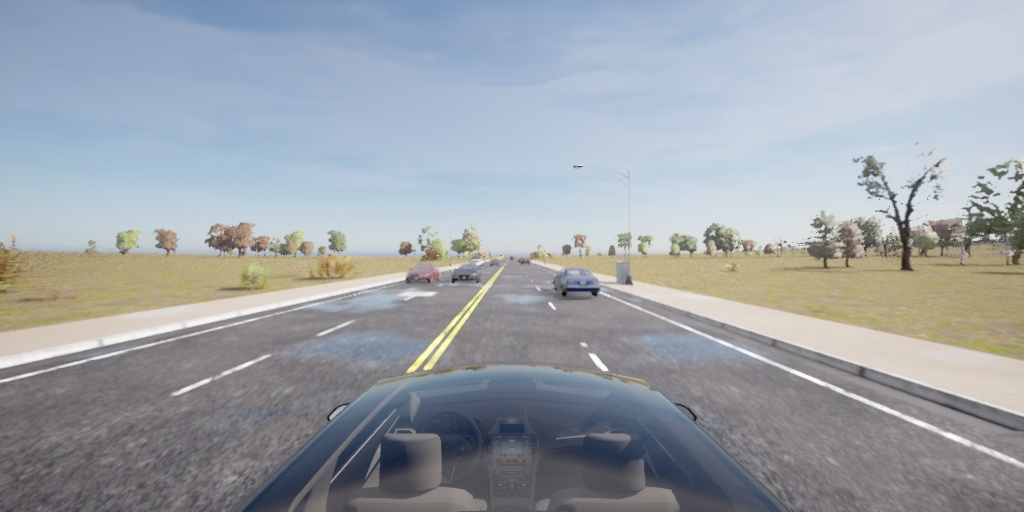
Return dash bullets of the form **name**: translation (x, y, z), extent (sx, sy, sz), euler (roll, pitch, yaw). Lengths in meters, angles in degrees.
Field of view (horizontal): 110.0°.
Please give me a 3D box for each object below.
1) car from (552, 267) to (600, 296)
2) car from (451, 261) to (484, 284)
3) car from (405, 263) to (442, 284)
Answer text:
- **car**: translation (3.339, 1.305, 19.368), extent (2.033, 1.411, 5.357), euler (0, 0, 0)
- **car**: translation (-3.359, 1.323, 27.128), extent (1.994, 1.385, 4.181), euler (0, 0, 0)
- **car**: translation (-6.610, 1.285, 27.151), extent (1.812, 1.442, 4.674), euler (0, 0, 0)
